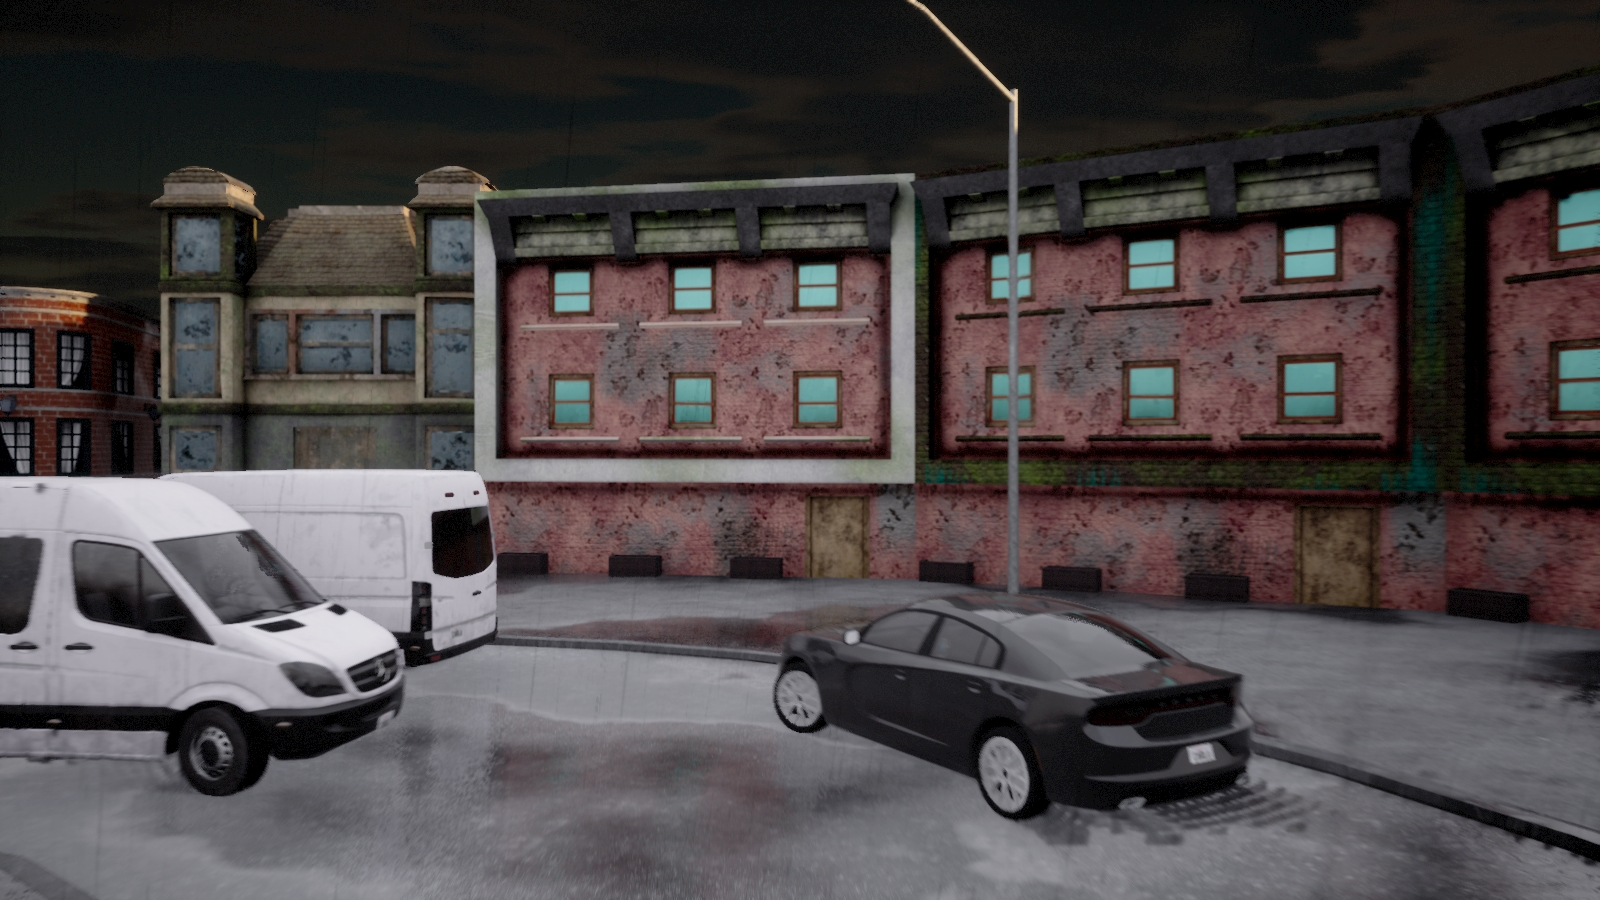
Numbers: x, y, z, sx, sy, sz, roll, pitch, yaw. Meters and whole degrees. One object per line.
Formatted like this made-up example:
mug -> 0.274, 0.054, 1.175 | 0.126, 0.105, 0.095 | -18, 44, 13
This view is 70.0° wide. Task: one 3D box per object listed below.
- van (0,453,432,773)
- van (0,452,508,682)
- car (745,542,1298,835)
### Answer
van -> -6.597, 1.312, 10.294 | 5.915, 2.561, 1.988 | 0, 0, 3
van -> -6.859, 1.311, 14.311 | 5.915, 2.561, 1.988 | 0, 0, 10
car -> 1.615, 1.811, 10.336 | 2.097, 1.535, 5.006 | 0, 0, -31
